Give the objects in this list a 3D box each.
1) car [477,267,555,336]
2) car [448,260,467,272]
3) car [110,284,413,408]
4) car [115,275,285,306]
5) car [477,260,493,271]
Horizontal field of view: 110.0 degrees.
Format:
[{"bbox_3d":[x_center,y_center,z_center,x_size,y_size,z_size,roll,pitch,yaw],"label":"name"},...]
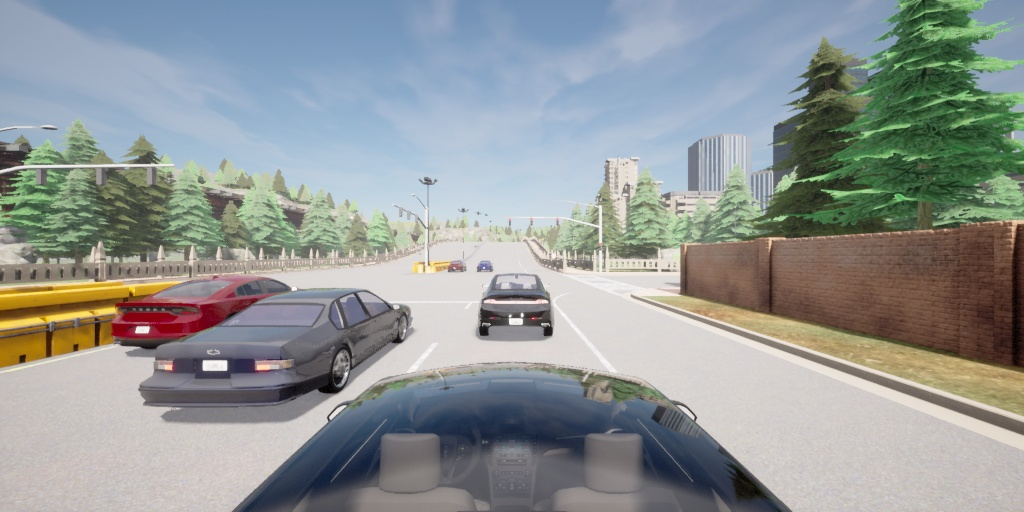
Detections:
[{"bbox_3d":[0.130,1.242,10.353,2.128,1.511,4.902,0,0,1],"label":"car"},{"bbox_3d":[-6.887,1.276,45.317,1.812,1.442,4.674,0,0,0],"label":"car"},{"bbox_3d":[-3.398,1.297,6.607,2.033,1.411,5.357,0,0,0],"label":"car"},{"bbox_3d":[-6.898,1.228,9.171,1.882,1.535,5.008,0,0,0],"label":"car"},{"bbox_3d":[-3.391,1.276,45.723,1.812,1.442,4.674,0,0,0],"label":"car"}]
